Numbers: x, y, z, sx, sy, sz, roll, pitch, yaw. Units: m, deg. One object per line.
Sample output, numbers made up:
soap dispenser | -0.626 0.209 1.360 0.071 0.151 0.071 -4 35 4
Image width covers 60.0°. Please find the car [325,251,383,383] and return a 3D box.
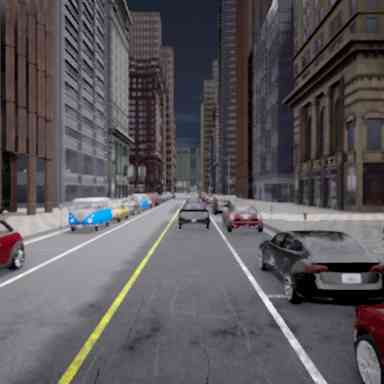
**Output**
car | 2.763 1.532 2.214 1.887 1.381 4.507 0 0 0

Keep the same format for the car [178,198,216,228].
car | 0.124 1.376 20.909 2.128 1.511 4.902 0 0 0

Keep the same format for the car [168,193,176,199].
car | -5.657 1.104 92.400 1.947 1.339 4.313 0 0 0

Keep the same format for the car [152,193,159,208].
car | -5.717 1.217 41.670 1.967 1.590 4.097 0 0 0

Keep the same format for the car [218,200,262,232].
car | 2.782 1.334 19.121 1.967 1.590 4.097 0 0 0

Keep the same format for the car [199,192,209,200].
car | 2.854 0.901 81.119 2.192 1.841 5.009 0 0 0

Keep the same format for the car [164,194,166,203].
car | -5.703 1.285 52.944 1.947 1.339 4.313 0 0 0

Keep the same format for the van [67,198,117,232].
van | -5.743 1.235 19.124 1.690 1.788 3.998 0 0 0

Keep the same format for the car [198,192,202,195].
car | 2.841 1.077 69.848 1.967 1.590 4.097 0 0 0

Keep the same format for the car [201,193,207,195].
car | 2.829 1.273 58.576 1.802 1.307 4.206 0 0 0

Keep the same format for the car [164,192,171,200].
car | -5.690 1.214 64.217 2.008 1.369 4.403 0 0 0

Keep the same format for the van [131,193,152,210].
van | -5.723 1.146 36.033 1.690 1.788 3.998 0 0 0

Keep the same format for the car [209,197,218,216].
car | 2.796 1.400 30.394 1.947 1.339 4.313 0 0 0

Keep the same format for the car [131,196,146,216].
car | -5.729 1.385 30.397 2.008 1.369 4.403 0 0 0

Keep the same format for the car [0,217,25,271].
car | -5.756 1.396 7.851 1.967 1.590 4.097 0 0 0

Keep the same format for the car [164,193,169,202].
car | -5.696 1.257 58.581 1.947 1.339 4.313 0 0 0

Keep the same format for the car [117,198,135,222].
car | -5.736 1.390 24.591 1.752 1.417 4.829 0 0 0

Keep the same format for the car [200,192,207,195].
car | 2.835 1.246 64.213 1.802 1.307 4.206 0 0 0

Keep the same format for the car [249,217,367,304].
car | 2.770 1.522 7.850 1.947 1.339 4.313 0 0 0

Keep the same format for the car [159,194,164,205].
car | -5.710 1.063 47.306 2.192 1.841 5.009 0 0 0

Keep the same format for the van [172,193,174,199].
van | -5.678 0.952 75.490 1.690 1.788 3.998 0 0 0

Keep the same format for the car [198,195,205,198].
car | 0.146 1.358 38.315 1.994 1.385 4.181 0 0 0

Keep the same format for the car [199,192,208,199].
car | 2.860 0.877 86.755 2.192 1.841 5.009 0 0 0

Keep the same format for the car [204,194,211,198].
car | 2.816 1.330 47.304 1.802 1.307 4.206 0 0 0
